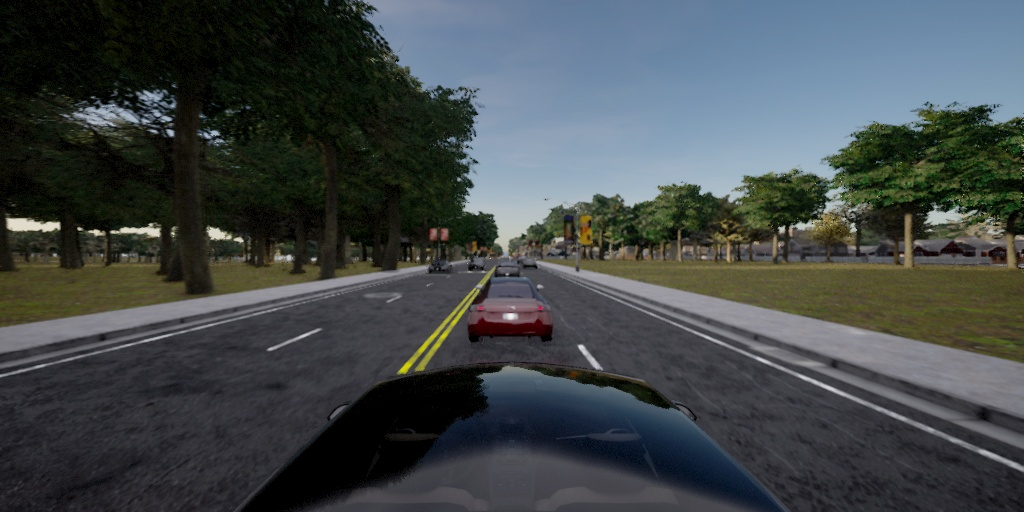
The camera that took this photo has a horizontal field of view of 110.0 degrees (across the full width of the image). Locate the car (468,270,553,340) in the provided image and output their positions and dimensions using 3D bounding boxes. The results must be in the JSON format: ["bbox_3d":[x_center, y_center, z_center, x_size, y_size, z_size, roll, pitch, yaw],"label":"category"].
[{"bbox_3d":[-0.065,1.259,9.737,1.994,1.385,4.181,0,0,-1],"label":"car"}]

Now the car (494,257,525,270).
[{"bbox_3d":[-0.368,1.068,27.591,2.128,1.511,4.902,0,0,-1],"label":"car"}]

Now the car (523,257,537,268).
[{"bbox_3d":[2.474,1.024,51.528,1.994,1.385,4.181,0,0,-1],"label":"car"}]

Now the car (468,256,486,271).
[{"bbox_3d":[-4.050,0.983,41.978,1.837,1.490,4.892,0,0,-1],"label":"car"}]

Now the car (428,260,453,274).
[{"bbox_3d":[-7.213,1.056,36.560,1.994,1.385,4.181,0,0,-1],"label":"car"}]
